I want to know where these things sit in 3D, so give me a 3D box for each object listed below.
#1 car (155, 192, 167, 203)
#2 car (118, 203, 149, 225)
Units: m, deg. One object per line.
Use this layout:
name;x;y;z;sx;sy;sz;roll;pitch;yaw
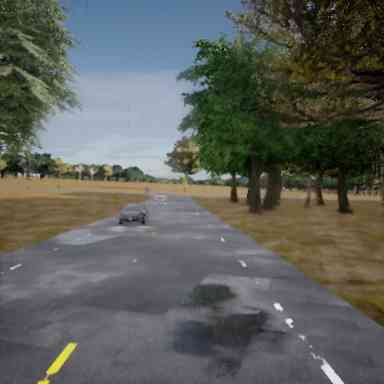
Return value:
car;-6.055;0.996;65.142;2.150;2.045;5.566;0;1;-2
car;-4.235;1.582;24.754;1.837;1.490;4.892;0;0;-3
